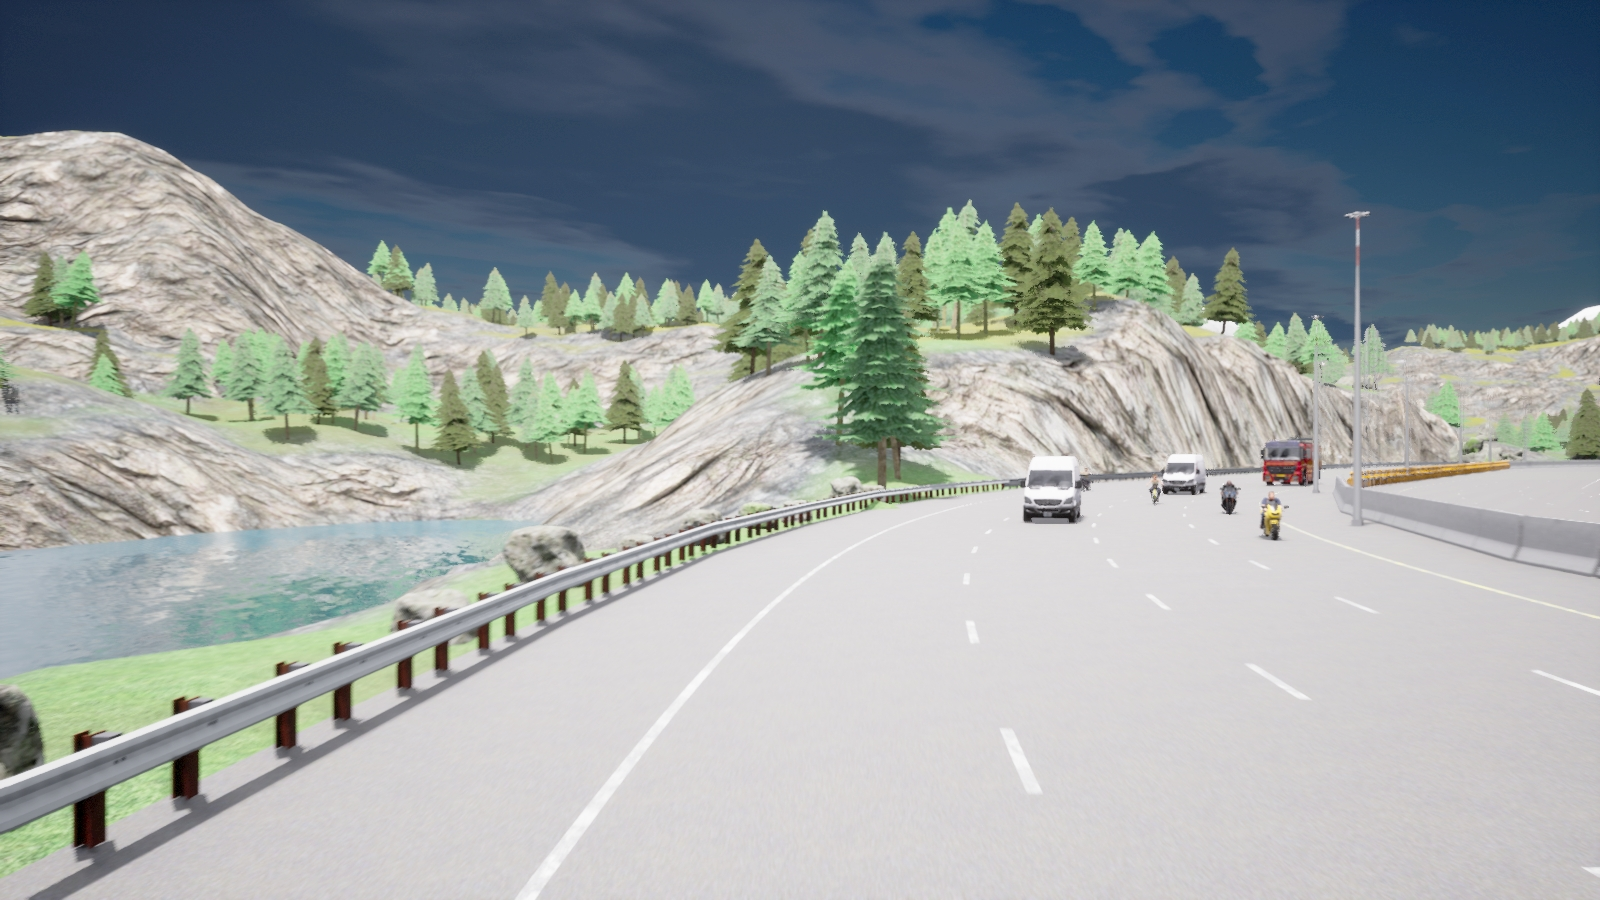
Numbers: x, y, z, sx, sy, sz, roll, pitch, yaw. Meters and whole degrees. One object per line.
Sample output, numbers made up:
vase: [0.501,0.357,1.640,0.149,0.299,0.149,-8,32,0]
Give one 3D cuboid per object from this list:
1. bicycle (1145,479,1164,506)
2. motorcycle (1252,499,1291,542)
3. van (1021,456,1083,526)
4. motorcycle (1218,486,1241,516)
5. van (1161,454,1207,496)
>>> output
bicycle: [18.234,2.172,58.706,0.859,1.295,1.487,1,0,20]
motorcycle: [14.814,2.196,35.929,0.803,1.217,2.033,0,0,13]
van: [10.157,1.547,45.741,1.988,2.561,5.915,0,0,17]
motorcycle: [18.880,2.230,50.262,0.867,1.251,2.209,0,0,19]
van: [24.718,1.566,73.447,1.988,2.561,5.915,0,0,27]
